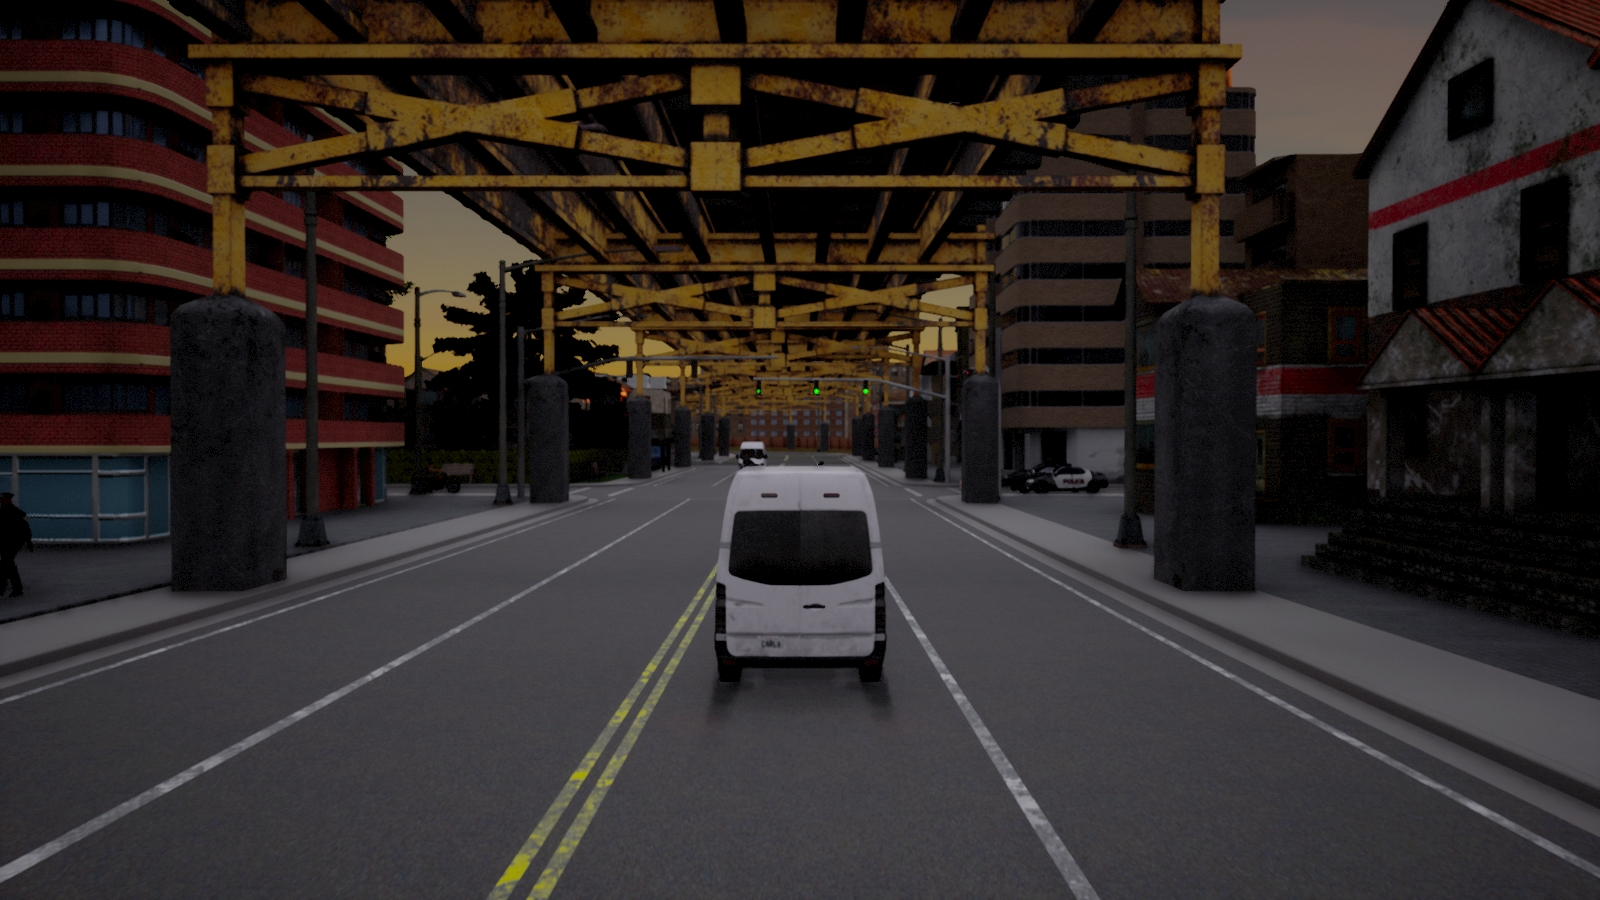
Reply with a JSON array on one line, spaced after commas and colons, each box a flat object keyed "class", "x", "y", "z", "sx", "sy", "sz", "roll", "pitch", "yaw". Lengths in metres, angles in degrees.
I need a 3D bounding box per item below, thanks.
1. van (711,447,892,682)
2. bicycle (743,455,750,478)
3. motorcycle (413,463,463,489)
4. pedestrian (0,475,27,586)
[{"class": "van", "x": 0.010, "y": 1.247, "z": 15.489, "sx": 1.988, "sy": 2.561, "sz": 5.915, "roll": 0, "pitch": 0, "yaw": 0}, {"class": "bicycle", "x": -3.498, "y": 1.076, "z": 74.775, "sx": 0.329, "sy": 1.496, "sz": 1.835, "roll": 0, "pitch": 0, "yaw": 1}, {"class": "motorcycle", "x": -18.819, "y": 1.367, "z": 59.397, "sx": 2.356, "sy": 1.332, "sz": 0.764, "roll": 0, "pitch": 1, "yaw": 0}, {"class": "pedestrian", "x": -13.423, "y": 1.357, "z": 19.367, "sx": 0.375, "sy": 1.860, "sz": 0.375, "roll": 0, "pitch": 1, "yaw": 0}]
